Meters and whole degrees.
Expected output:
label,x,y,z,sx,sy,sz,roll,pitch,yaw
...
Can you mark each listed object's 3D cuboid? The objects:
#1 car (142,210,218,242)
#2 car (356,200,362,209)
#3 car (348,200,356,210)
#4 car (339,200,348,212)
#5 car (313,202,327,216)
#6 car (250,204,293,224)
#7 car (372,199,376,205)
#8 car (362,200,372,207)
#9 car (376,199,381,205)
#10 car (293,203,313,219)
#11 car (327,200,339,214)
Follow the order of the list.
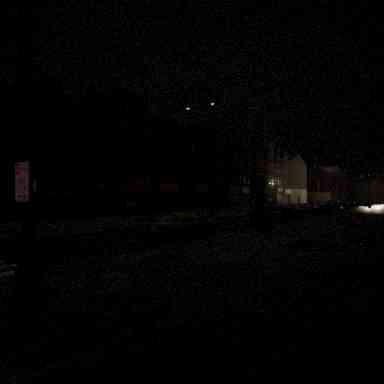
label,x,y,z,sx,sy,sz,roll,pitch,yaw
car,-0.407,1.597,16.889,1.752,1.417,4.829,-1,-1,35
car,25.493,2.011,53.486,2.008,1.369,4.403,-1,-1,35
car,22.243,1.950,48.895,2.008,1.369,4.403,-1,-1,35
car,18.992,1.782,44.304,1.967,1.590,4.097,-1,-1,35
car,12.494,1.819,35.118,1.802,1.307,4.206,-1,-1,35
car,5.995,1.713,25.934,1.947,1.339,4.313,-1,-1,35
car,35.242,2.209,67.262,1.887,1.381,4.507,-1,-2,35
car,31.993,2.144,62.671,2.008,1.369,4.403,-1,-1,35
car,44.990,2.458,81.036,2.008,1.369,4.403,-2,-2,35
car,9.244,1.741,30.526,2.008,1.369,4.403,-1,-1,35
car,15.744,1.832,39.710,1.887,1.381,4.507,-1,-1,35
